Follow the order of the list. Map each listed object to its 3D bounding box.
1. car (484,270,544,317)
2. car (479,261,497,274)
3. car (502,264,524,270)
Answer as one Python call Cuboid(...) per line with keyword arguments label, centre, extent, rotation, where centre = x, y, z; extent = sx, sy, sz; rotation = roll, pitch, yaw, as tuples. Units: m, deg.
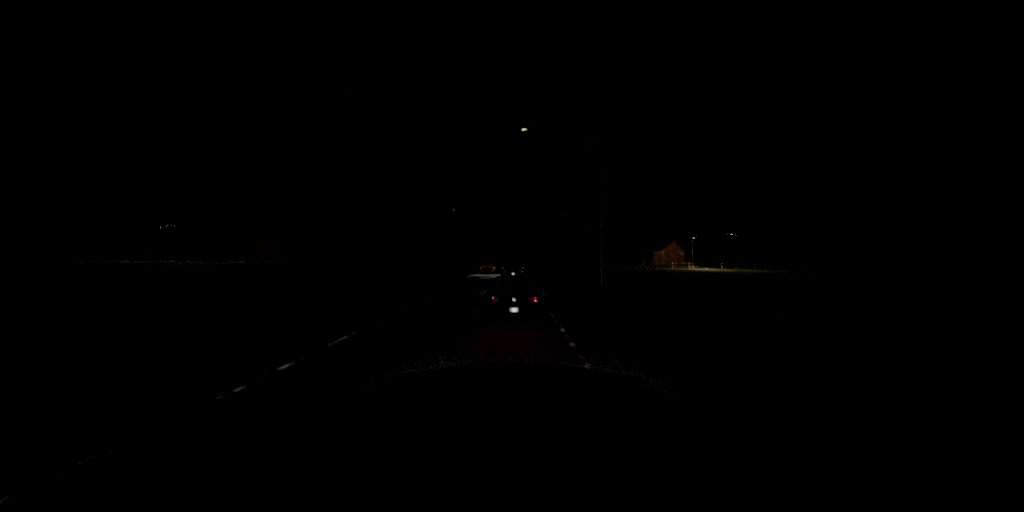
Cuboid(label="car", centre=(0.081, 1.379, 13.299), extent=(1.895, 1.301, 4.718), rotation=(0, 0, 0))
Cuboid(label="car", centre=(-2.842, 1.351, 43.187), extent=(1.882, 1.535, 5.008), rotation=(0, 0, 0))
Cuboid(label="car", centre=(0.086, 1.393, 30.459), extent=(1.994, 1.385, 4.181), rotation=(0, 0, 0))
